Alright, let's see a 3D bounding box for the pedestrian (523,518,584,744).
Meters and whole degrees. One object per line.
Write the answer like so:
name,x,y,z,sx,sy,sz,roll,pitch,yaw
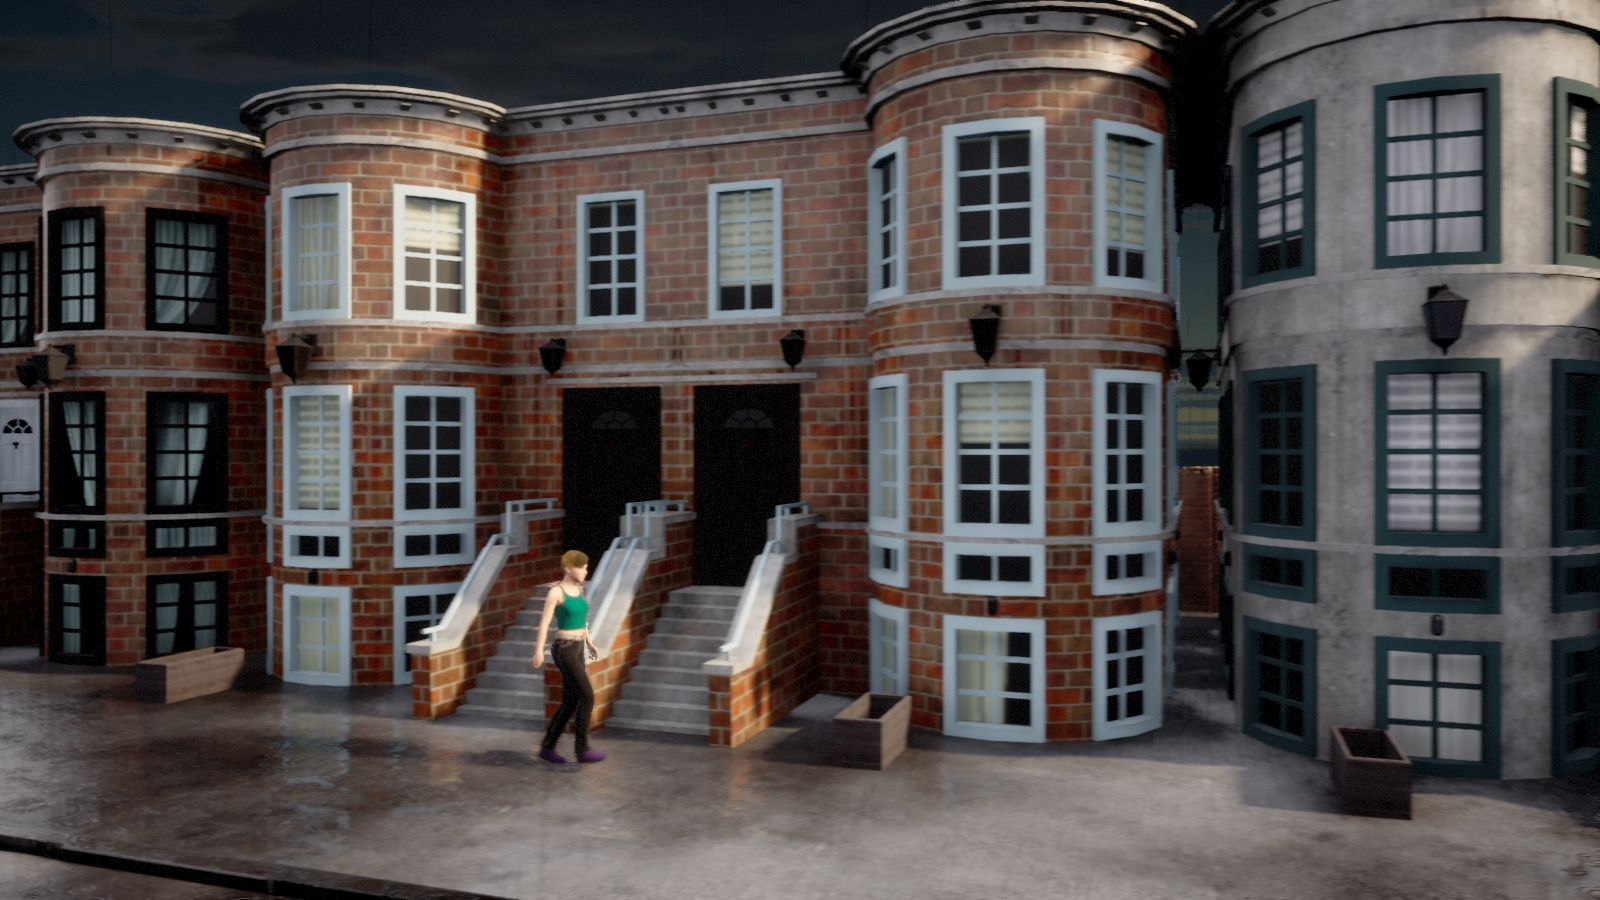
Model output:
pedestrian,-2.109,1.529,9.788,0.375,1.860,0.375,0,0,19
